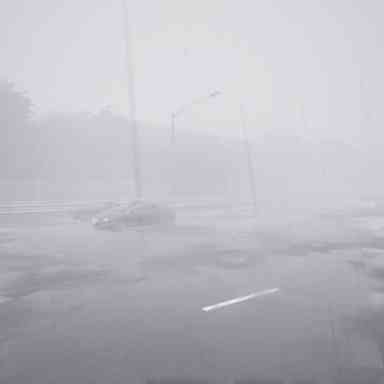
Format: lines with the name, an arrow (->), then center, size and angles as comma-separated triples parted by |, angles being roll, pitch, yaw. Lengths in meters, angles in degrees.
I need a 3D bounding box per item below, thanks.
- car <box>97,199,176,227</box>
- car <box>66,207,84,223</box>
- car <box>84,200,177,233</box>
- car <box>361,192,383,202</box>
car -> -3.715, 1.334, 22.689 | 4.902, 1.511, 2.128 | -1, 1, -37
car -> -6.779, 1.350, 24.794 | 4.718, 1.301, 1.895 | -2, 2, -37
car -> -3.146, 1.362, 18.739 | 4.902, 1.511, 2.128 | -1, 1, -37
car -> 27.480, 0.752, 50.500 | 4.181, 1.385, 1.994 | -1, -1, -37
